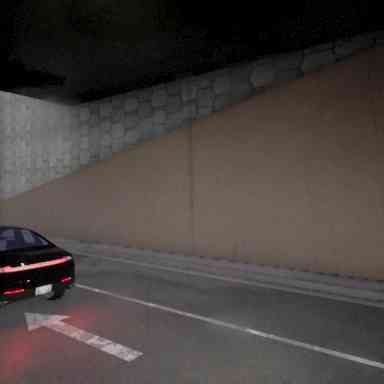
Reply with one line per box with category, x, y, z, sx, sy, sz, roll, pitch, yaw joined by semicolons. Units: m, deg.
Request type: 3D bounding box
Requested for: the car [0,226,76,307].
car;-4.557;1.491;7.222;4.902;1.511;2.128;0;0;36
